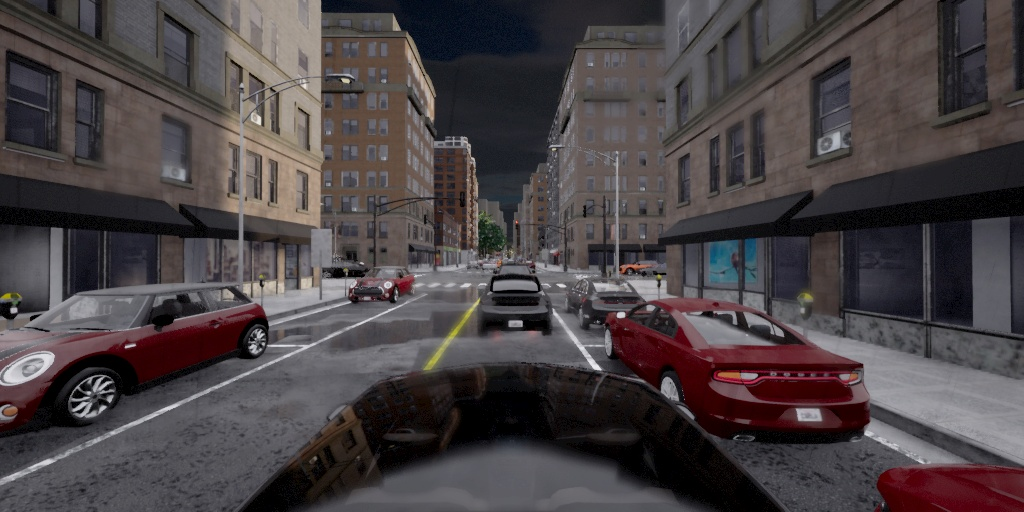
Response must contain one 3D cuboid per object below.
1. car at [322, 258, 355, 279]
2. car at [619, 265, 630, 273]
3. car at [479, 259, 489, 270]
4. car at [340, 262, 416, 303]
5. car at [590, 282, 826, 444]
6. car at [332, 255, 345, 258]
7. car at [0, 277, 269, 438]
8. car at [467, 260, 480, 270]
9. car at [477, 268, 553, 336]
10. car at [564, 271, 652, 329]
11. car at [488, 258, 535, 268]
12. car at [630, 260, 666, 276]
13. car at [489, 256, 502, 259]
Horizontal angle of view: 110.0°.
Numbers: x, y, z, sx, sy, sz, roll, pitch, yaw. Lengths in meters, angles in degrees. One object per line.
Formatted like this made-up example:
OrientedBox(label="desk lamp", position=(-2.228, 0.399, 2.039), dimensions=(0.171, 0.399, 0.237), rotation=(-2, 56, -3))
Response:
OrientedBox(label="car", position=(-13.189, 1.145, 29.257), dimensions=(5.008, 1.535, 1.882), rotation=(0, 0, 0))
OrientedBox(label="car", position=(14.030, 1.221, 39.324), dimensions=(4.553, 1.767, 2.097), rotation=(0, 0, 0))
OrientedBox(label="car", position=(-3.116, 1.389, 50.826), dimensions=(1.895, 1.301, 4.718), rotation=(0, 0, 0))
OrientedBox(label="car", position=(-5.832, 1.194, 16.451), dimensions=(1.967, 1.591, 4.097), rotation=(0, 0, 0))
OrientedBox(label="car", position=(2.676, 1.296, 5.457), dimensions=(1.888, 1.381, 4.507), rotation=(0, 0, 0))
OrientedBox(label="car", position=(-16.203, 0.906, 32.506), dimensions=(5.566, 2.045, 2.150), rotation=(0, 0, -1))
OrientedBox(label="car", position=(-5.851, 1.190, 5.464), dimensions=(1.967, 1.591, 4.097), rotation=(0, 0, 0))
OrientedBox(label="car", position=(-5.901, 1.344, 54.812), dimensions=(2.007, 1.370, 4.403), rotation=(0, 0, 0))
OrientedBox(label="car", position=(0.058, 1.257, 10.374), dimensions=(1.837, 1.490, 4.892), rotation=(0, 0, -1))
OrientedBox(label="car", position=(2.685, 1.303, 10.949), dimensions=(2.007, 1.370, 4.403), rotation=(0, 0, 0))
OrientedBox(label="car", position=(0.123, 1.108, 17.788), dimensions=(2.097, 1.767, 4.553), rotation=(0, 0, 0))
OrientedBox(label="car", position=(15.195, 1.395, 36.062), dimensions=(5.357, 1.411, 2.033), rotation=(0, 0, 0))
OrientedBox(label="car", position=(-3.162, 1.158, 60.798), dimensions=(2.097, 1.767, 4.553), rotation=(0, 0, 0))
